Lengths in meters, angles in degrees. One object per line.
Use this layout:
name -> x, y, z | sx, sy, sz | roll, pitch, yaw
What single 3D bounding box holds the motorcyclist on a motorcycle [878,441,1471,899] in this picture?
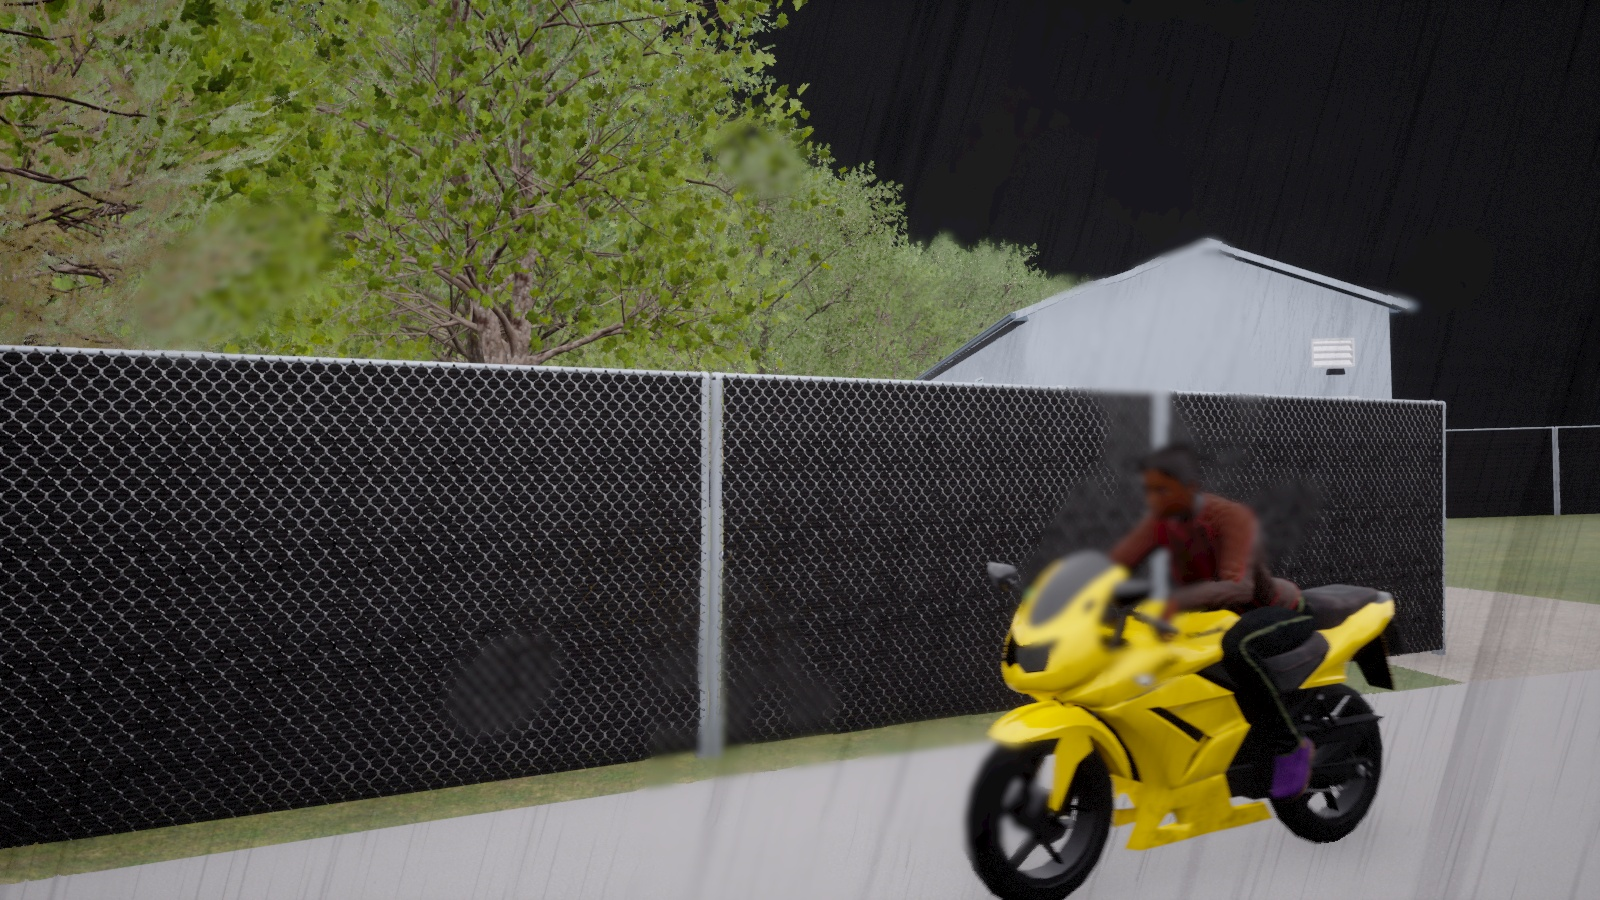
motorcyclist on a motorcycle -> 1.349, 0.732, 4.405 | 2.044, 1.523, 0.797 | 0, 0, -29
